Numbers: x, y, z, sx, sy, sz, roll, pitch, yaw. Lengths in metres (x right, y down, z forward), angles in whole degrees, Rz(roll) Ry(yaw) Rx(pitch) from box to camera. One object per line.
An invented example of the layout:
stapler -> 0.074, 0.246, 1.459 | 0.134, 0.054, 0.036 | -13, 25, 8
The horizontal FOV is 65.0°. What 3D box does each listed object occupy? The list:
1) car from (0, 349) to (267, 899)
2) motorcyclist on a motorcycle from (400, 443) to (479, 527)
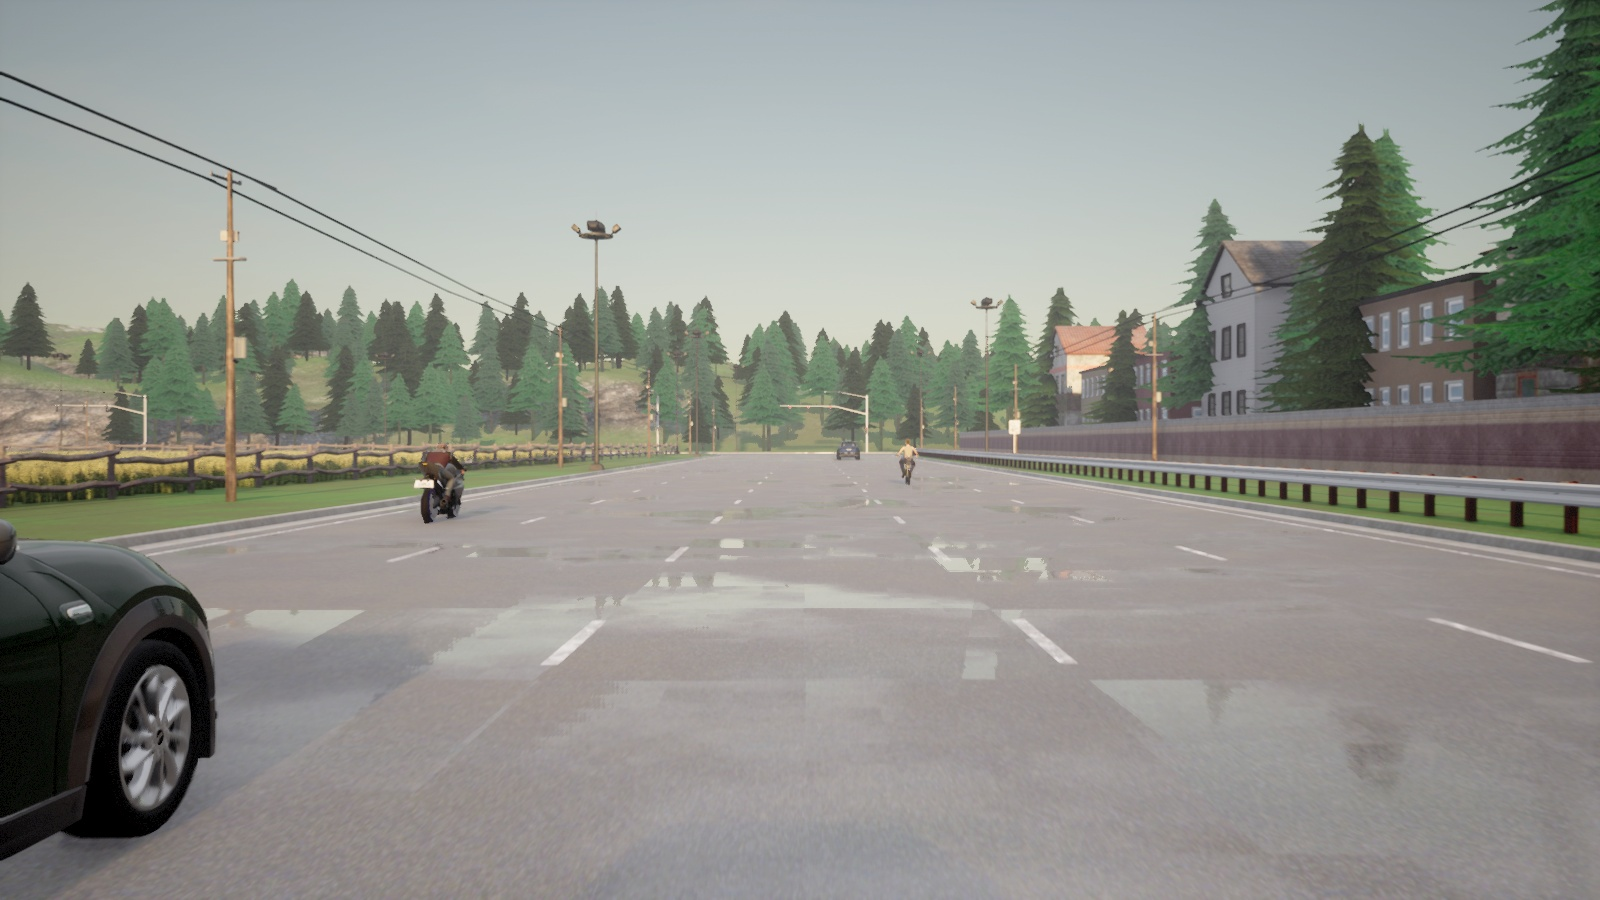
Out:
car -> -3.465, 0.581, 3.385 | 2.097, 1.767, 4.553 | 0, 0, 0
motorcyclist on a motorcycle -> -6.849, 0.627, 23.994 | 0.866, 1.530, 2.191 | 0, 0, 0
